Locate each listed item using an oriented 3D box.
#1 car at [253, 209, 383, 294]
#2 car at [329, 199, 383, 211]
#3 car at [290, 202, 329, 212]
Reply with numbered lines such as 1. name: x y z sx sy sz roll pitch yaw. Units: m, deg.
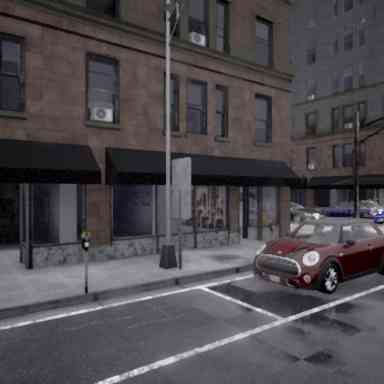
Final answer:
1. car: 3.494 1.436 8.692 4.097 1.590 1.967 0 0 -36
2. car: 11.289 1.374 23.845 2.097 1.767 4.553 0 0 -35
3. car: 7.101 1.526 24.645 2.128 1.511 4.902 0 0 -35
